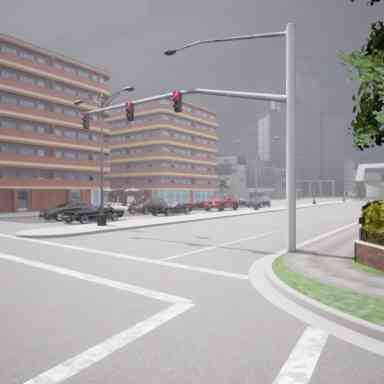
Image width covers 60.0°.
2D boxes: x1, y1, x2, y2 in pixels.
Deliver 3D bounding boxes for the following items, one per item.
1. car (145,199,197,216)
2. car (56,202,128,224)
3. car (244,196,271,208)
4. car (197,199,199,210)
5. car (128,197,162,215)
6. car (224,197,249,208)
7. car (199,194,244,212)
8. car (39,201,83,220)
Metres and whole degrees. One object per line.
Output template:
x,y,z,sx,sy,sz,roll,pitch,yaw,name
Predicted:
-1.952,1.599,32.299,1.895,1.301,4.718,0,0,36,car
-7.364,1.601,24.903,1.895,1.301,4.718,0,0,33,car
9.680,1.352,48.206,2.097,1.767,4.553,0,0,36,car
0.693,1.601,41.864,1.895,1.301,4.718,0,0,36,car
-4.562,1.352,34.649,2.097,1.767,4.553,0,0,35,car
6.746,1.526,50.123,1.812,1.442,4.674,0,0,36,car
3.625,1.221,39.942,2.150,2.045,5.566,0,0,36,car
-9.967,1.505,27.238,1.837,1.490,4.892,0,0,36,car
